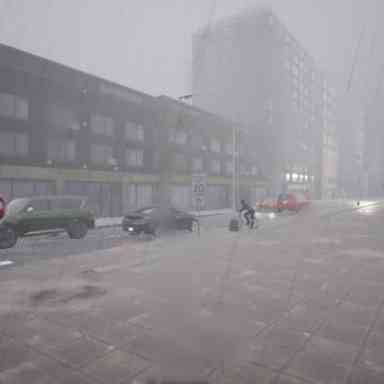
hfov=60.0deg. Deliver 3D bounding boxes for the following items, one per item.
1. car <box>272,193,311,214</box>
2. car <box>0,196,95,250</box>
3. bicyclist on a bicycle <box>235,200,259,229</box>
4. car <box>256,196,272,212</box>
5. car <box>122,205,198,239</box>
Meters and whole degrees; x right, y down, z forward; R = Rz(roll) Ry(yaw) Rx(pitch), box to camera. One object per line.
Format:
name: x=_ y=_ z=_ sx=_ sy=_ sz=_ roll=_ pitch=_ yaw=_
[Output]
car: x=10.575 y=1.154 z=34.419 sx=2.150 sy=2.045 sz=5.566 roll=0 pitch=0 yaw=35
car: x=-6.986 y=1.192 z=14.803 sx=2.150 sy=2.045 sz=5.566 roll=0 pitch=0 yaw=35
bicyclist on a bicycle: x=2.996 y=1.271 z=18.733 sx=1.656 sy=1.620 sz=0.582 roll=0 pitch=0 yaw=35
car: x=8.850 y=1.274 z=37.052 sx=2.097 sy=1.767 sz=4.553 roll=0 pitch=0 yaw=36
car: x=-1.451 y=1.473 z=17.499 sx=1.837 sy=1.490 sz=4.892 roll=0 pitch=0 yaw=35
